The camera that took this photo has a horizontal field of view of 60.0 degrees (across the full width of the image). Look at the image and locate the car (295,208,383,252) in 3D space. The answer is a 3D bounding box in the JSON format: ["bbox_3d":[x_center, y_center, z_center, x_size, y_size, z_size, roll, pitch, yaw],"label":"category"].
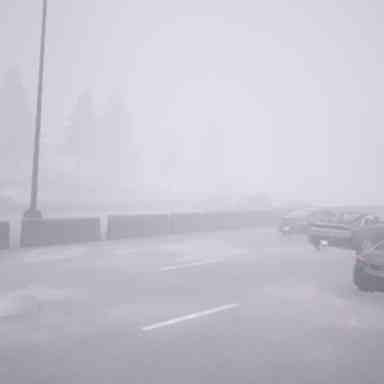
[{"bbox_3d":[6.441,1.494,12.634,4.902,1.511,2.128,0,0,-35],"label":"car"}]

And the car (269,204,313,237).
[{"bbox_3d":[6.287,1.529,16.821,4.674,1.442,1.812,0,0,-35],"label":"car"}]

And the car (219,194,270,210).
[{"bbox_3d":[5.813,1.226,33.921,5.566,2.045,2.150,0,0,-35],"label":"car"}]

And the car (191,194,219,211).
[{"bbox_3d":[2.511,1.226,40.159,5.566,2.045,2.150,0,0,-35],"label":"car"}]

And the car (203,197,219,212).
[{"bbox_3d":[3.791,1.569,36.774,4.181,1.385,1.994,0,0,-35],"label":"car"}]

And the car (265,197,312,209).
[{"bbox_3d":[9.794,1.483,32.456,5.008,1.535,1.882,0,0,-35],"label":"car"}]

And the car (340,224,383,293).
[{"bbox_3d":[5.599,1.566,7.736,4.181,1.385,1.994,0,0,-35],"label":"car"}]
